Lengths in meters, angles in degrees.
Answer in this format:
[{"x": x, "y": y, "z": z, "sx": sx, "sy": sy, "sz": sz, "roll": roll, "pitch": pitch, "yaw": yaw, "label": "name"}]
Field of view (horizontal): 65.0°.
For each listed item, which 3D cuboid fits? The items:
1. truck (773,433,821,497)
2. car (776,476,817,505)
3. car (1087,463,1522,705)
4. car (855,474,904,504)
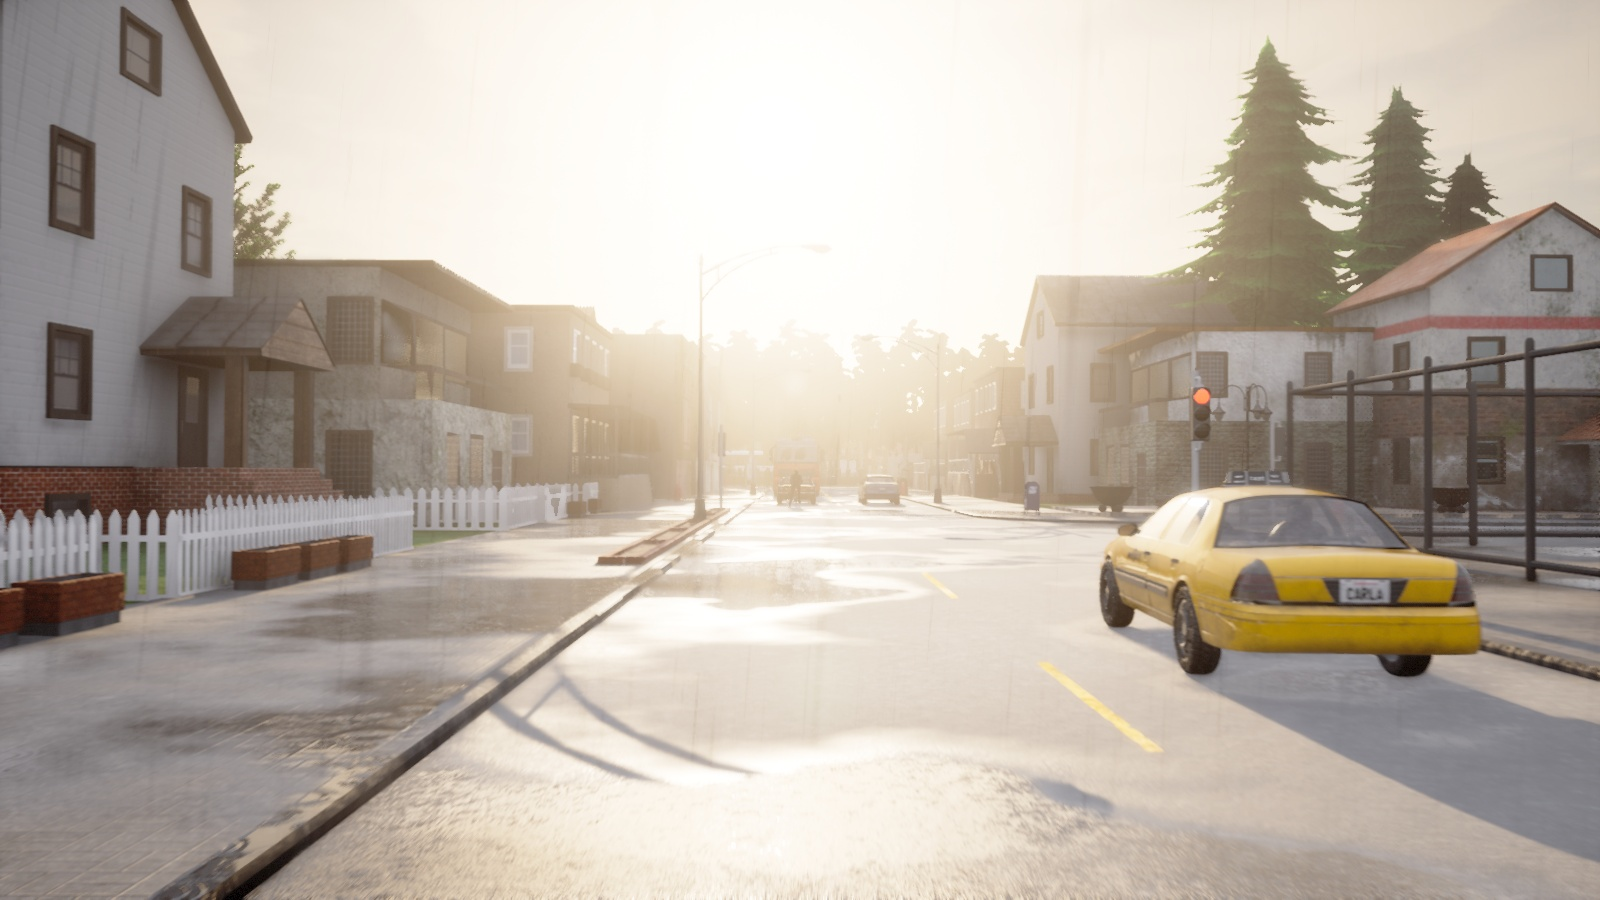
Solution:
[{"x": -0.208, "y": 0.987, "z": 79.849, "sx": 2.891, "sy": 3.827, "sz": 8.468, "roll": 0, "pitch": -1, "yaw": 0, "label": "truck"}, {"x": -0.155, "y": 1.935, "z": 60.885, "sx": 1.895, "sy": 1.301, "sz": 4.718, "roll": 0, "pitch": -1, "yaw": 0, "label": "car"}, {"x": 3.907, "y": 0.921, "z": 10.906, "sx": 1.801, "sy": 1.575, "sz": 5.366, "roll": 0, "pitch": -1, "yaw": 2, "label": "car"}, {"x": 3.844, "y": 1.873, "z": 61.277, "sx": 2.033, "sy": 1.411, "sz": 5.357, "roll": 0, "pitch": -1, "yaw": 0, "label": "car"}]
